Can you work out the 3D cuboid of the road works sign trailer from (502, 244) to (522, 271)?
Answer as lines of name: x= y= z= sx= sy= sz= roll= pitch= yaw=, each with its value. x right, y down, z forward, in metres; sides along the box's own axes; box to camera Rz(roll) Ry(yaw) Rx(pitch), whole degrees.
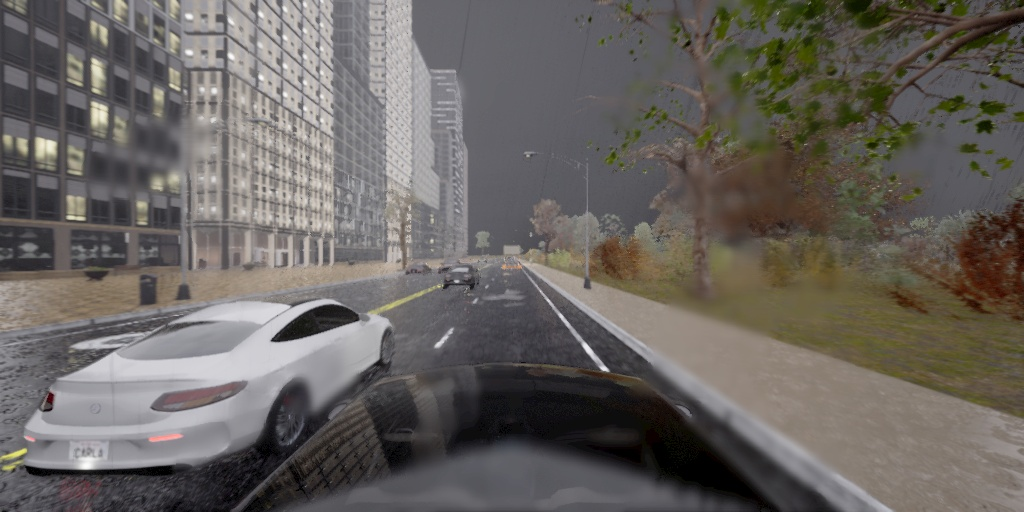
road works sign trailer: x=-0.010 y=0.215 z=48.523 sx=2.380 sy=3.560 sz=2.880 roll=0 pitch=0 yaw=0

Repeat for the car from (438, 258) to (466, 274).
car: x=-6.576 y=1.107 z=38.868 sx=2.097 sy=1.767 sz=4.553 roll=0 pitch=0 yaw=0

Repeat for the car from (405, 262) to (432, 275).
car: x=-9.828 y=1.324 z=37.913 sx=1.994 sy=1.385 sz=4.181 roll=0 pitch=0 yaw=0

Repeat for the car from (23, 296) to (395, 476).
car: x=-3.150 y=1.279 z=4.974 sx=1.812 sy=1.442 sz=4.674 roll=0 pitch=0 yaw=0

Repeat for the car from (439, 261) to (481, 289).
car: x=-3.153 y=1.278 z=22.833 sx=1.812 sy=1.442 sz=4.674 roll=0 pitch=0 yaw=0
